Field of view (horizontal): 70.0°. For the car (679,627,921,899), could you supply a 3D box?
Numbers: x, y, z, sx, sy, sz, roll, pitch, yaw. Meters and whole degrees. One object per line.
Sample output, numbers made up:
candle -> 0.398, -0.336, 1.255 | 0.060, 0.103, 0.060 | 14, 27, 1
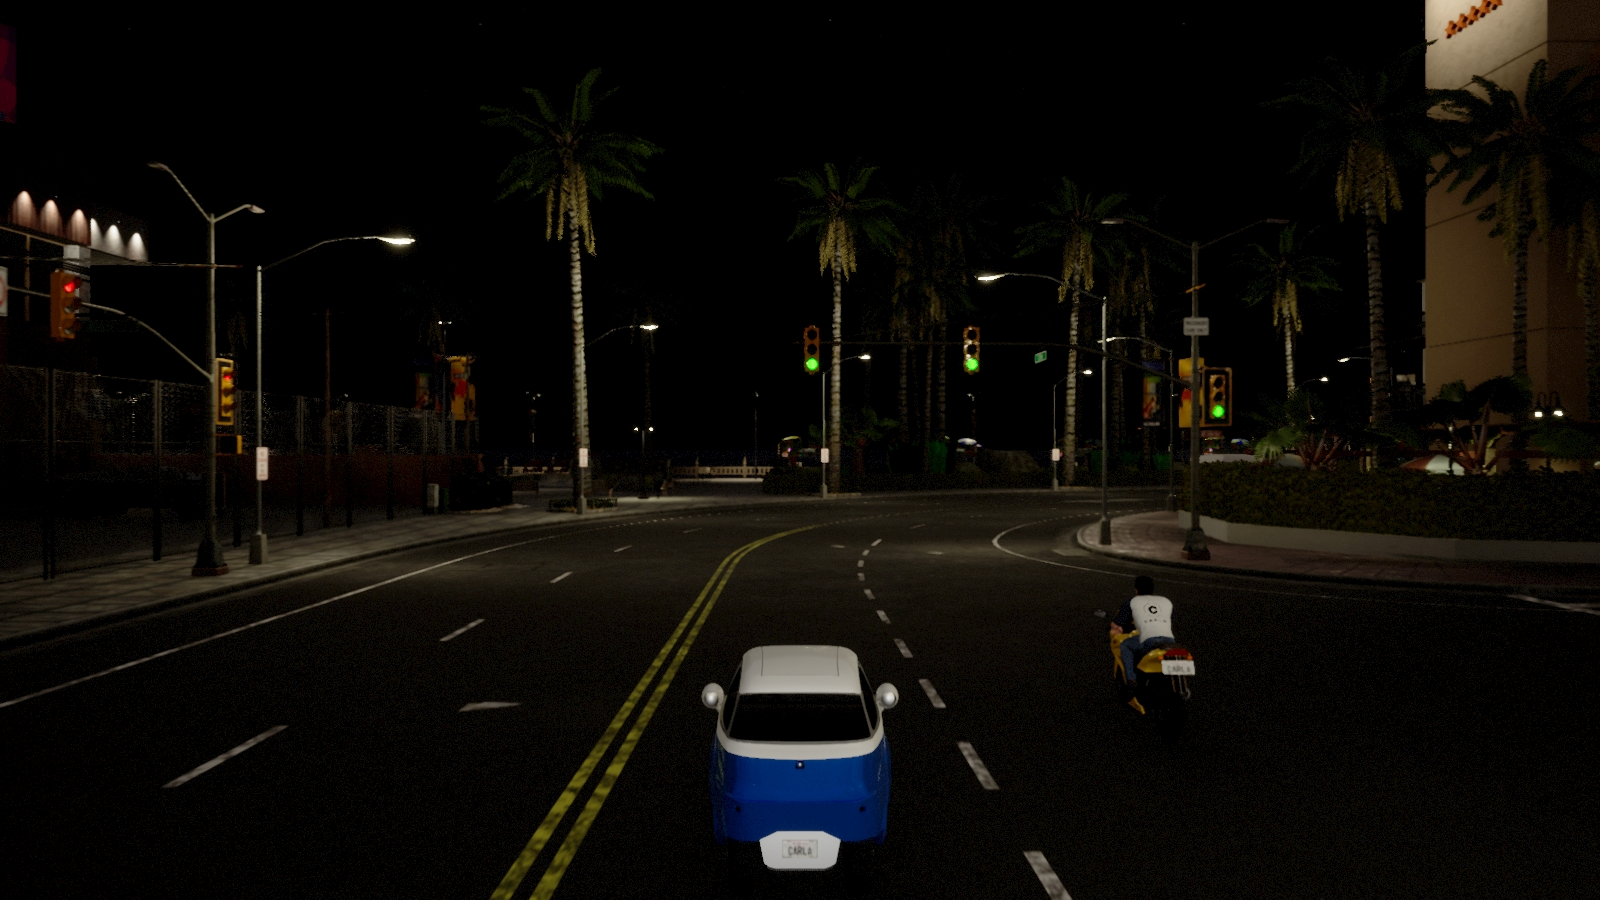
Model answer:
car -> 0.000, 2.119, 8.093 | 1.481, 1.376, 2.207 | 0, 0, 0

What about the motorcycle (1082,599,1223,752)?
motorcycle -> 3.501, 2.211, 11.559 | 0.803, 1.145, 2.033 | 0, 0, 0
